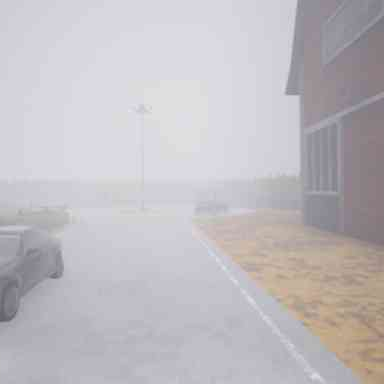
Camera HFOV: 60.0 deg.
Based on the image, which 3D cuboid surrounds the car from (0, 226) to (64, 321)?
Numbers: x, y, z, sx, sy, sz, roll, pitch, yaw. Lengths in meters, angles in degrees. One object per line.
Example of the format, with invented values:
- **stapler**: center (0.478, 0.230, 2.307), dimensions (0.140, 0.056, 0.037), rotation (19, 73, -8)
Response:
- **car**: center (-4.228, 1.537, 7.327), dimensions (1.812, 1.442, 4.674), rotation (-1, 0, -6)

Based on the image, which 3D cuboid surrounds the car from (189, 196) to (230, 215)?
- **car**: center (2.029, 1.330, 32.086), dimensions (1.837, 1.490, 4.892), rotation (0, 1, 31)
